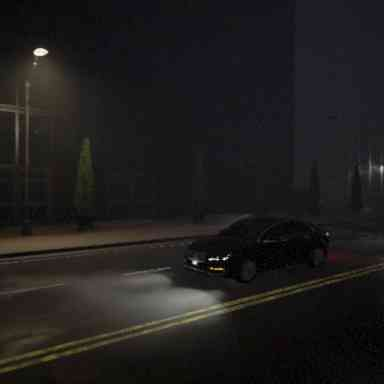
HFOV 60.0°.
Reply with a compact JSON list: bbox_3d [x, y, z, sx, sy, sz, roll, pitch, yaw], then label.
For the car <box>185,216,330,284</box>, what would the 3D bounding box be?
[{"bbox_3d":[2.054,1.503,9.723,4.892,1.490,1.837,0,0,-35],"label":"car"}]
